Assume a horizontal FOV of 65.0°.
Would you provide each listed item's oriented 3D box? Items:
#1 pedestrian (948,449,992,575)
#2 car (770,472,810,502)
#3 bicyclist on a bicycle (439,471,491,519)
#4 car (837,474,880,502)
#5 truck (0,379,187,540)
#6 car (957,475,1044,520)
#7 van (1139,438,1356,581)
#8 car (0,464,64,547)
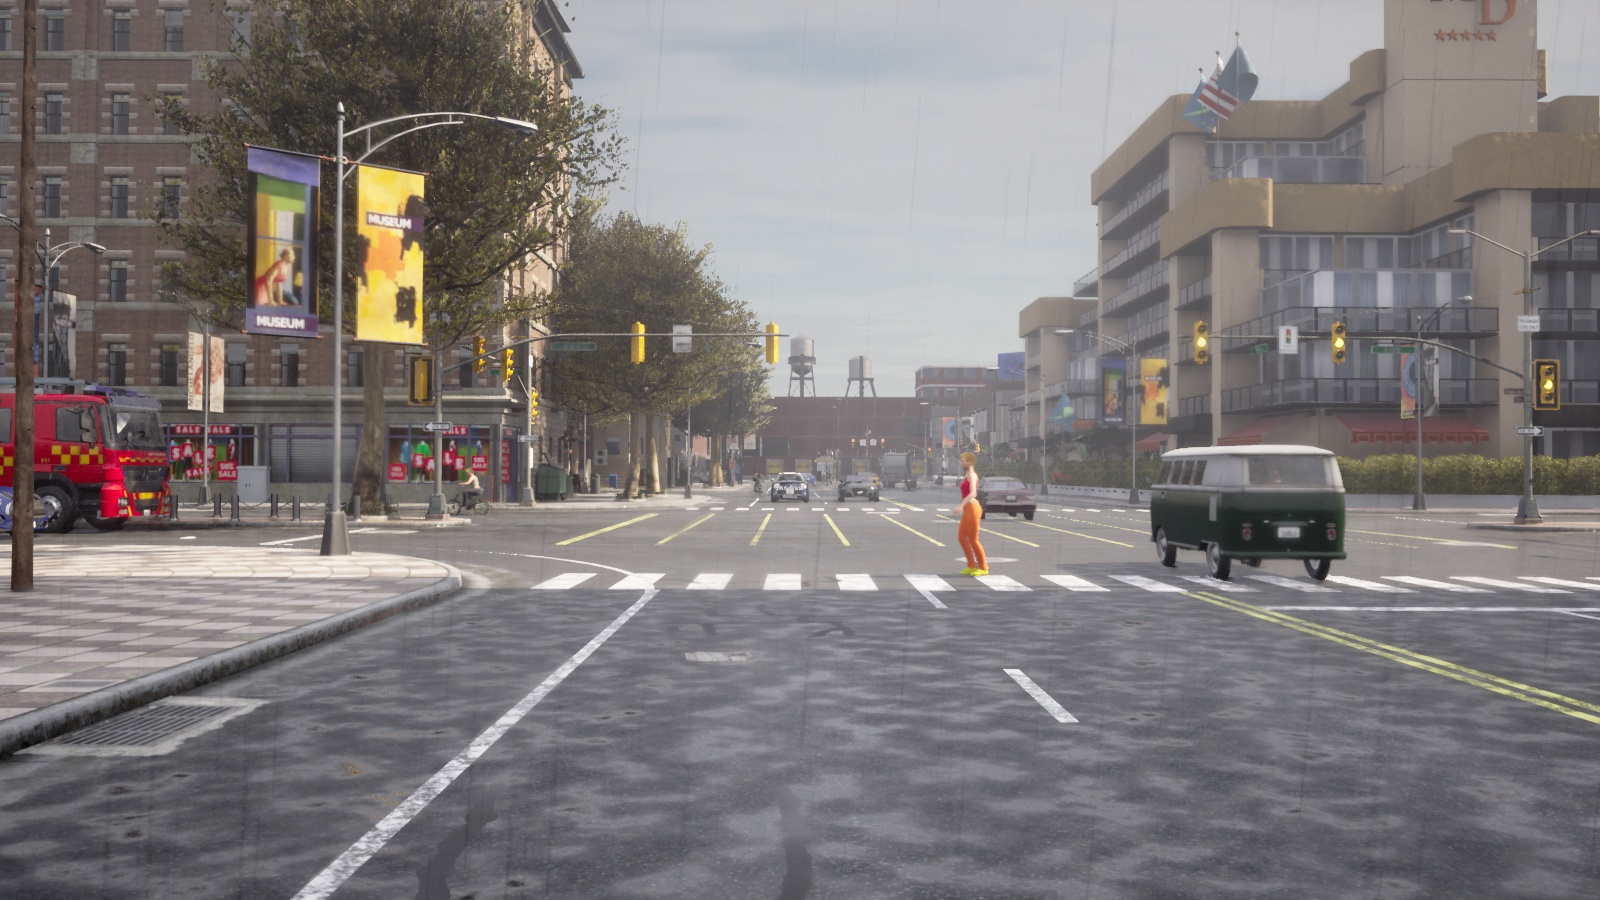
[{"bbox_3d":[2.512,0.911,18.592,0.594,1.836,0.345,0,-1,-1],"label":"pedestrian"},{"bbox_3d":[-0.490,1.848,63.661,1.970,1.475,3.806,0,-1,0],"label":"car"},{"bbox_3d":[-11.386,1.512,42.704,1.509,1.612,0.866,0,-1,2],"label":"bicyclist on a bicycle"},{"bbox_3d":[2.995,1.956,65.030,1.994,1.385,4.181,0,-1,-1],"label":"car"},{"bbox_3d":[-20.230,0.255,31.284,8.468,3.827,2.891,0,-1,0],"label":"truck"},{"bbox_3d":[6.676,1.545,42.376,2.033,1.411,5.357,0,-1,0],"label":"car"},{"bbox_3d":[6.850,0.871,19.759,1.775,1.987,4.442,0,-1,0],"label":"van"},{"bbox_3d":[-19.190,1.215,27.790,4.553,1.767,2.097,0,-1,1],"label":"car"}]
